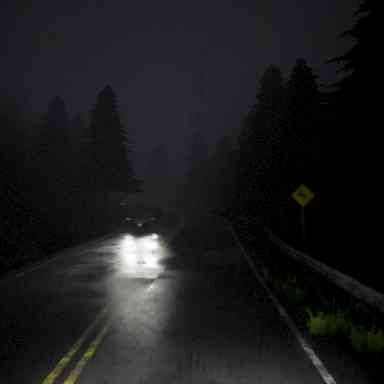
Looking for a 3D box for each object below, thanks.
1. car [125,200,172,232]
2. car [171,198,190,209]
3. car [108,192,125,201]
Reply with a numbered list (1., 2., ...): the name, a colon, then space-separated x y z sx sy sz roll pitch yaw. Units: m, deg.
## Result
1. car: -2.665 1.462 19.990 2.128 1.511 4.902 0 0 2
2. car: -1.882 1.489 43.726 2.033 1.411 5.357 2 0 -19
3. car: -13.851 0.896 59.757 2.150 2.045 5.566 2 -2 -29
